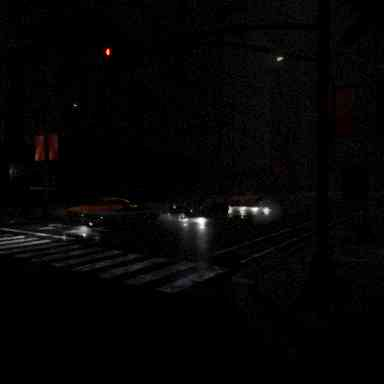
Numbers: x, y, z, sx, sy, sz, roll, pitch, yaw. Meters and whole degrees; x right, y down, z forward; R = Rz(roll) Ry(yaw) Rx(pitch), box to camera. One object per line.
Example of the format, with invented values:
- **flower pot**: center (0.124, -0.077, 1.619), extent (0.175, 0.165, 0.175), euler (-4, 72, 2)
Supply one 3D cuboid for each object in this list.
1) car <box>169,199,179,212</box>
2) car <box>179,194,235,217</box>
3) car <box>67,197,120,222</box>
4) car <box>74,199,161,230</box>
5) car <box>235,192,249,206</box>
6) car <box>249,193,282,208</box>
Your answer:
- **car**: center (-0.064, 0.966, 29.908), extent (2.128, 1.511, 4.902), euler (1, 1, 35)
- **car**: center (1.288, 1.060, 26.135), extent (1.812, 1.442, 4.674), euler (1, 1, 35)
- **car**: center (-5.731, 1.102, 21.744), extent (1.882, 1.535, 5.008), euler (1, 1, 34)
- **car**: center (-3.894, 1.273, 18.665), extent (1.895, 1.301, 4.718), euler (1, 1, 34)
- **car**: center (6.242, 0.791, 38.976), extent (1.882, 1.535, 5.008), euler (1, 1, 35)
- **car**: center (8.250, 0.919, 36.154), extent (1.994, 1.385, 4.181), euler (1, 1, 36)
